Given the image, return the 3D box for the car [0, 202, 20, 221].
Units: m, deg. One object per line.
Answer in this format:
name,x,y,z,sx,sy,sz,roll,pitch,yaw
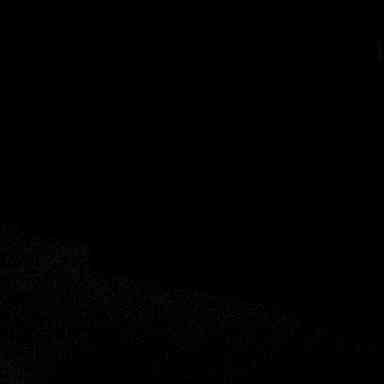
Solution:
car,-14.523,1.518,24.812,1.812,1.442,4.674,0,0,36
